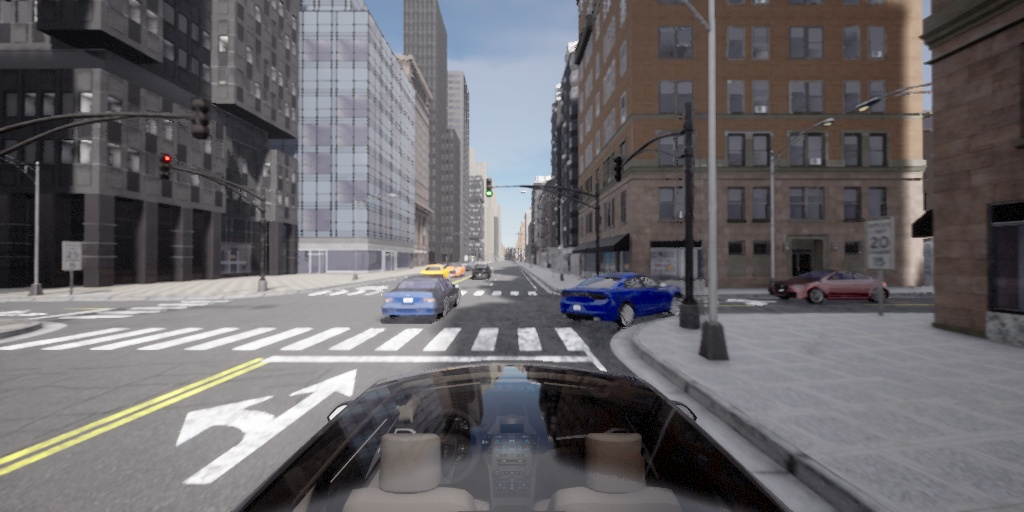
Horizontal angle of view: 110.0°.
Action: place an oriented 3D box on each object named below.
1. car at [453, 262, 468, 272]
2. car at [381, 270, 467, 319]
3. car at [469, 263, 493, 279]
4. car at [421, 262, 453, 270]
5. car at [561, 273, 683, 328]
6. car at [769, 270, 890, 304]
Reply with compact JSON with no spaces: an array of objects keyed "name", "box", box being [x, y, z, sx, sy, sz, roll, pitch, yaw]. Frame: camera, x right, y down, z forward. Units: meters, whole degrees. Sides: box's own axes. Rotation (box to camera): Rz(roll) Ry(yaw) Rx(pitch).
[{"name":"car","box":[-6.580,1.474,40.649,2.097,1.767,4.553,0,-1,0]},{"name":"car","box":[-3.148,1.409,13.374,2.033,1.411,5.357,0,-1,0]},{"name":"car","box":[-3.147,1.602,38.103,1.837,1.490,4.892,0,-1,0]},{"name":"car","box":[-6.589,1.504,30.731,1.882,1.535,5.008,0,-1,0]},{"name":"car","box":[3.765,1.289,11.786,5.008,1.535,1.882,-1,-2,-40]},{"name":"car","box":[13.934,1.320,15.916,4.181,1.385,1.994,0,0,0]}]
